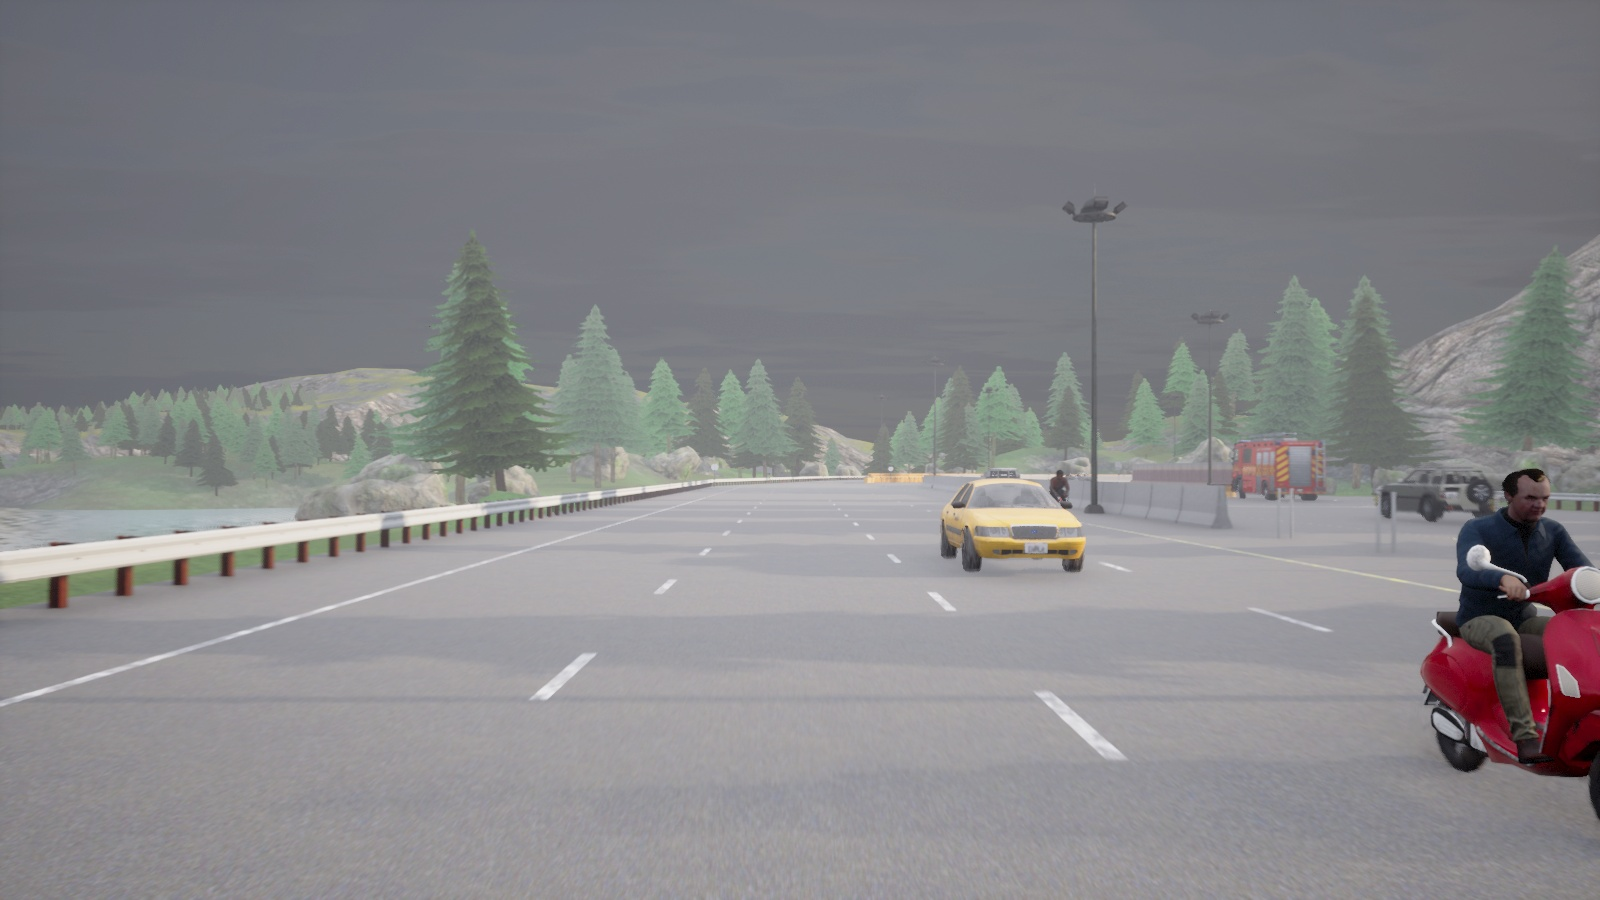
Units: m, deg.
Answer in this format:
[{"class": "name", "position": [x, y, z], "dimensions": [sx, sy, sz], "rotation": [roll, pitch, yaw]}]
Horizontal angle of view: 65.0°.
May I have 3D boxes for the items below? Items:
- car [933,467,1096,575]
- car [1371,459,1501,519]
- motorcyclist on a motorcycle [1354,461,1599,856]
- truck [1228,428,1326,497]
[{"class": "car", "position": [3.450, 1.094, 21.213], "dimensions": [1.801, 1.575, 5.366], "rotation": [0, -1, 0]}, {"class": "car", "position": [20.901, 1.241, 41.520], "dimensions": [1.932, 1.855, 4.605], "rotation": [0, -1, 0]}, {"class": "motorcyclist on a motorcycle", "position": [3.486, 0.854, 5.983], "dimensions": [0.866, 1.590, 1.817], "rotation": [0, -1, 0]}, {"class": "truck", "position": [27.984, 0.774, 74.135], "dimensions": [2.891, 3.827, 8.468], "rotation": [-1, -1, 3]}]
